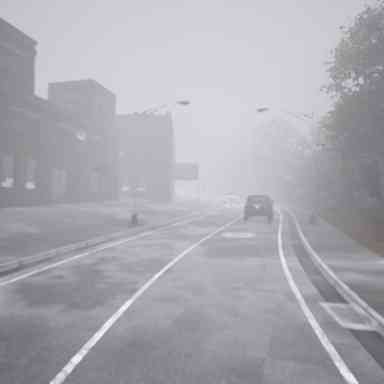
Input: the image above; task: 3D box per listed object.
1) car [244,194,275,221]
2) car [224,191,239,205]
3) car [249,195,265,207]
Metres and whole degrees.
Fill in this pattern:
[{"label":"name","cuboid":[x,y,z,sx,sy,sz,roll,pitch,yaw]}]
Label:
[{"label":"car","cuboid":[5.587,1.209,27.553,2.150,2.045,5.566,0,1,15]},{"label":"car","cuboid":[6.173,0.926,52.641,2.150,2.045,5.566,0,1,3]},{"label":"car","cuboid":[9.685,1.249,49.758,1.882,1.535,5.008,0,1,5]}]
